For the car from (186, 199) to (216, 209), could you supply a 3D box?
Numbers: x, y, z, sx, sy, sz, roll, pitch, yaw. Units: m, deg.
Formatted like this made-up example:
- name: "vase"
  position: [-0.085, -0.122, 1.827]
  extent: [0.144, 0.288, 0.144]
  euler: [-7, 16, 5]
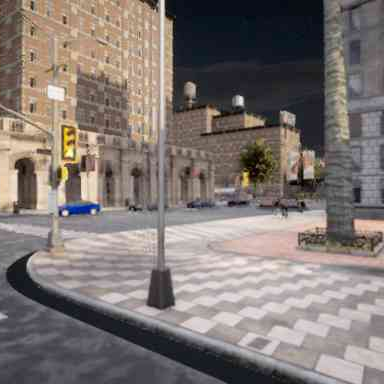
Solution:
- name: "car"
  position: [1.390, 1.656, 48.306]
  extent: [2.033, 1.411, 5.357]
  euler: [0, 0, 38]

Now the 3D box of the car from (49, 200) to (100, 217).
- name: "car"
  position: [-11.319, 1.522, 32.276]
  extent: [1.882, 1.535, 5.008]
  euler: [0, 0, 38]

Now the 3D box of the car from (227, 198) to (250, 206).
- name: "car"
  position: [7.871, 1.742, 56.510]
  extent: [1.895, 1.301, 4.718]
  euler: [0, 0, 38]

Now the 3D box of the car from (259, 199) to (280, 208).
- name: "car"
  position: [11.778, 1.700, 49.895]
  extent: [1.994, 1.385, 4.181]
  euler: [0, 0, 38]

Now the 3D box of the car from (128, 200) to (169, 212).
- name: "car"
  position: [-5.159, 1.623, 40.041]
  extent: [2.033, 1.411, 5.357]
  euler: [0, 0, 39]

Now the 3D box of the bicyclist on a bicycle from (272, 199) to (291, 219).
- name: "bicyclist on a bicycle"
  position: [7.140, 1.376, 26.610]
  extent: [1.656, 1.620, 0.582]
  euler: [0, 0, 38]

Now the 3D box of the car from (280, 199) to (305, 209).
- name: "car"
  position: [14.895, 1.704, 48.189]
  extent: [1.994, 1.385, 4.181]
  euler: [0, 0, 37]
